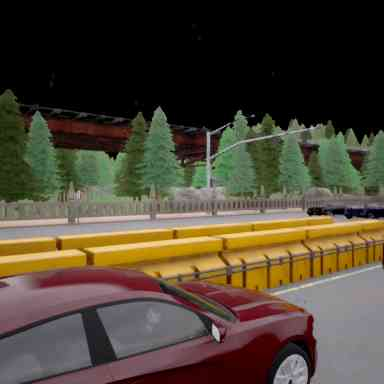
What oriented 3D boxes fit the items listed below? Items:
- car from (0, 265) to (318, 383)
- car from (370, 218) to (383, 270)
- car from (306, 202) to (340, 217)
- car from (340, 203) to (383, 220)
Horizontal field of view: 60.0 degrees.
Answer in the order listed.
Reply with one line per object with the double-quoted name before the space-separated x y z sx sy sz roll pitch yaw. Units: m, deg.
"car" -0.866 1.478 3.127 5.008 1.535 1.882 0 0 -35
"car" 6.953 1.478 8.731 5.008 1.535 1.882 0 0 -35
"car" 12.434 1.601 30.052 4.718 1.301 1.895 0 0 -35
"car" 14.479 1.601 27.212 4.718 1.301 1.895 0 0 -35
